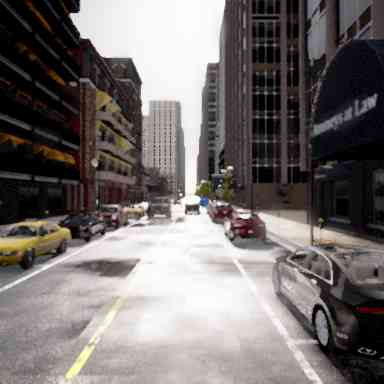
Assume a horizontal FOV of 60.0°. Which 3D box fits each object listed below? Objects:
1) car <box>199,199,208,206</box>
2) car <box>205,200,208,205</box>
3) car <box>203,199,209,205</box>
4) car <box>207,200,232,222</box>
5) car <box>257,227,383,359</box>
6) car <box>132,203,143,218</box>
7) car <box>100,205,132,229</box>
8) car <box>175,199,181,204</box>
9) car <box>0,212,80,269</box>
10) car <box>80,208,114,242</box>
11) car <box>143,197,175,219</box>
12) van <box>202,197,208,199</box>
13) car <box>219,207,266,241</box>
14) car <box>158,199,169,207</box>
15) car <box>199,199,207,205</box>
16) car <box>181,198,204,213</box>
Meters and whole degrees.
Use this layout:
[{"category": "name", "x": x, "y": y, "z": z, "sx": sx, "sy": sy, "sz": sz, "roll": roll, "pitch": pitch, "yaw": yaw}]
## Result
[{"category": "car", "x": 2.589, "y": 2.262, "z": 74.200, "sx": 1.752, "sy": 1.417, "sz": 4.829, "roll": 0, "pitch": -1, "yaw": 0}, {"category": "car", "x": 2.644, "y": 1.857, "z": 34.386, "sx": 1.887, "sy": 1.381, "sz": 4.507, "roll": 0, "pitch": -1, "yaw": 0}, {"category": "car", "x": 2.636, "y": 1.897, "z": 40.218, "sx": 1.752, "sy": 1.417, "sz": 4.829, "roll": 0, "pitch": -1, "yaw": 0}, {"category": "car", "x": 2.651, "y": 1.696, "z": 28.725, "sx": 1.967, "sy": 1.590, "sz": 4.097, "roll": 0, "pitch": -1, "yaw": 0}, {"category": "car", "x": 2.683, "y": 1.605, "z": 6.070, "sx": 2.008, "sy": 1.369, "sz": 4.403, "roll": 0, "pitch": -1, "yaw": 0}, {"category": "car", "x": -5.736, "y": 1.836, "z": 34.204, "sx": 1.752, "sy": 1.417, "sz": 4.829, "roll": 0, "pitch": -1, "yaw": 0}, {"category": "car", "x": -5.720, "y": 1.644, "z": 23.049, "sx": 1.967, "sy": 1.590, "sz": 4.097, "roll": 0, "pitch": -1, "yaw": 0}, {"category": "car", "x": -3.099, "y": 2.224, "z": 73.391, "sx": 1.812, "sy": 1.442, "sz": 4.674, "roll": 0, "pitch": -1, "yaw": 0}, {"category": "car", "x": -5.705, "y": 1.628, "z": 11.553, "sx": 1.752, "sy": 1.417, "sz": 4.829, "roll": 0, "pitch": -1, "yaw": 0}, {"category": "car", "x": -5.713, "y": 1.719, "z": 17.386, "sx": 1.947, "sy": 1.339, "sz": 4.313, "roll": 0, "pitch": -1, "yaw": 0}, {"category": "car", "x": -3.141, "y": 1.522, "z": 33.006, "sx": 2.150, "sy": 2.045, "sz": 5.566, "roll": 0, "pitch": -1, "yaw": 0}, {"category": "van", "x": 2.597, "y": 2.013, "z": 68.368, "sx": 1.690, "sy": 1.788, "sz": 3.998, "roll": 0, "pitch": -1, "yaw": 0}, {"category": "car", "x": 2.667, "y": 1.698, "z": 17.398, "sx": 1.887, "sy": 1.381, "sz": 4.507, "roll": 0, "pitch": -1, "yaw": 0}, {"category": "car", "x": -5.783, "y": 2.196, "z": 68.184, "sx": 1.752, "sy": 1.417, "sz": 4.829, "roll": 0, "pitch": -1, "yaw": 0}, {"category": "car", "x": 2.581, "y": 2.380, "z": 79.691, "sx": 1.802, "sy": 1.307, "sz": 4.206, "roll": 0, "pitch": -1, "yaw": 0}, {"category": "car", "x": 0.043, "y": 1.882, "z": 42.105, "sx": 2.128, "sy": 1.511, "sz": 4.902, "roll": 0, "pitch": -1, "yaw": 0}]
